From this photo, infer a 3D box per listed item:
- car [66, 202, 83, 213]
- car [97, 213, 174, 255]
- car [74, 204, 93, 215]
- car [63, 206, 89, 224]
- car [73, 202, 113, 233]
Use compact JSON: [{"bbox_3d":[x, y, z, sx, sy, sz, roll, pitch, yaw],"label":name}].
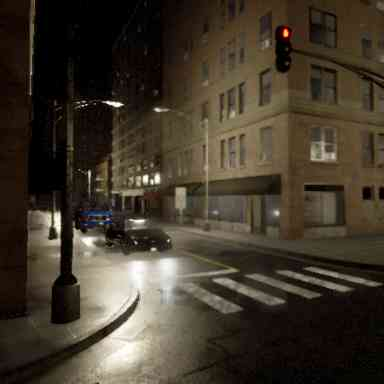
[{"bbox_3d":[-20.836,2.659,58.906,2.097,1.767,4.553,1,-1,-30],"label":"car"},{"bbox_3d":[-2.666,1.886,15.247,2.033,1.411,5.357,1,-1,-27],"label":"car"},{"bbox_3d":[-16.265,2.578,49.620,1.882,1.535,5.008,1,-1,-26],"label":"car"},{"bbox_3d":[-11.818,2.222,33.587,1.882,1.535,5.008,1,-1,-26],"label":"car"},{"bbox_3d":[-7.219,1.761,24.365,2.150,2.045,5.566,1,-1,-27],"label":"car"}]
